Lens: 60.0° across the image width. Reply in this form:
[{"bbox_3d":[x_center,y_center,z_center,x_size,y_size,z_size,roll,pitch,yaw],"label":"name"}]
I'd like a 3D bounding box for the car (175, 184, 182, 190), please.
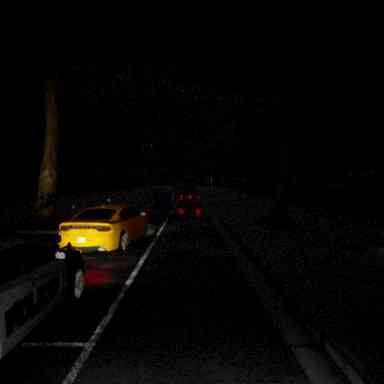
[{"bbox_3d":[-3.366,-1.386,84.744,1.752,1.417,4.829,1,2,-1],"label":"car"}]

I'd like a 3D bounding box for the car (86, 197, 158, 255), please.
[{"bbox_3d":[-2.884,1.181,12.154,1.882,1.535,5.008,0,2,8],"label":"car"}]

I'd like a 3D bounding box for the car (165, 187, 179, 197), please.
[{"bbox_3d":[-3.077,-0.023,51.708,1.947,1.339,4.313,1,2,-1],"label":"car"}]

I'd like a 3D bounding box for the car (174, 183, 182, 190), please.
[{"bbox_3d":[-3.318,-1.269,79.376,1.967,1.590,4.097,1,2,-1],"label":"car"}]

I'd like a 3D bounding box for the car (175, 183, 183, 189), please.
[{"bbox_3d":[-3.416,-1.680,90.447,1.967,1.590,4.097,1,2,-1],"label":"car"}]

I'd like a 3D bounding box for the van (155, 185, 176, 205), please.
[{"bbox_3d":[-2.935,0.375,35.076,1.690,1.788,3.998,0,2,-1],"label":"van"}]

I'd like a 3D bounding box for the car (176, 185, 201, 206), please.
[{"bbox_3d":[-0.205,0.443,33.362,2.097,1.767,4.553,0,2,0],"label":"car"}]

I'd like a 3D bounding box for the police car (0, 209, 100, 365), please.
[{"bbox_3d":[-3.048,1.309,4.805,1.930,1.638,5.238,0,1,-1],"label":"police car"}]

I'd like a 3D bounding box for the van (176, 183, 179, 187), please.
[{"bbox_3d":[-3.027,-0.027,46.159,1.690,1.788,3.998,1,2,-1],"label":"van"}]

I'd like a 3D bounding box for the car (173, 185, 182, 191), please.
[{"bbox_3d":[-3.271,-0.913,73.847,1.802,1.307,4.206,1,2,-1],"label":"car"}]

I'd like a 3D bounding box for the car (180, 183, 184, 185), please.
[{"bbox_3d":[-0.334,-0.051,47.045,2.097,1.767,4.553,0,2,0],"label":"car"}]
